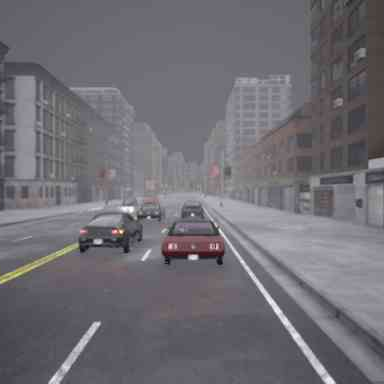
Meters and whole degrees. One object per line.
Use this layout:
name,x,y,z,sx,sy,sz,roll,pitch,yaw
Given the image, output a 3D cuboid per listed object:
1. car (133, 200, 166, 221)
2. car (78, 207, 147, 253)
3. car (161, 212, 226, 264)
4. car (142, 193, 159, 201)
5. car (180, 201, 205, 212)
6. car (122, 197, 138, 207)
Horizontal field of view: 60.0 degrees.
car,-3.186,1.607,26.844,1.895,1.301,4.718,0,0,0
car,-3.174,1.530,13.585,1.812,1.442,4.674,0,0,0
car,0.062,1.604,11.835,1.895,1.301,4.718,0,0,0
car,-6.557,1.232,52.798,2.150,2.045,5.566,0,0,0
car,0.067,1.513,28.396,1.837,1.490,4.892,0,0,0
car,-9.806,1.501,52.830,2.128,1.511,4.902,0,0,0
